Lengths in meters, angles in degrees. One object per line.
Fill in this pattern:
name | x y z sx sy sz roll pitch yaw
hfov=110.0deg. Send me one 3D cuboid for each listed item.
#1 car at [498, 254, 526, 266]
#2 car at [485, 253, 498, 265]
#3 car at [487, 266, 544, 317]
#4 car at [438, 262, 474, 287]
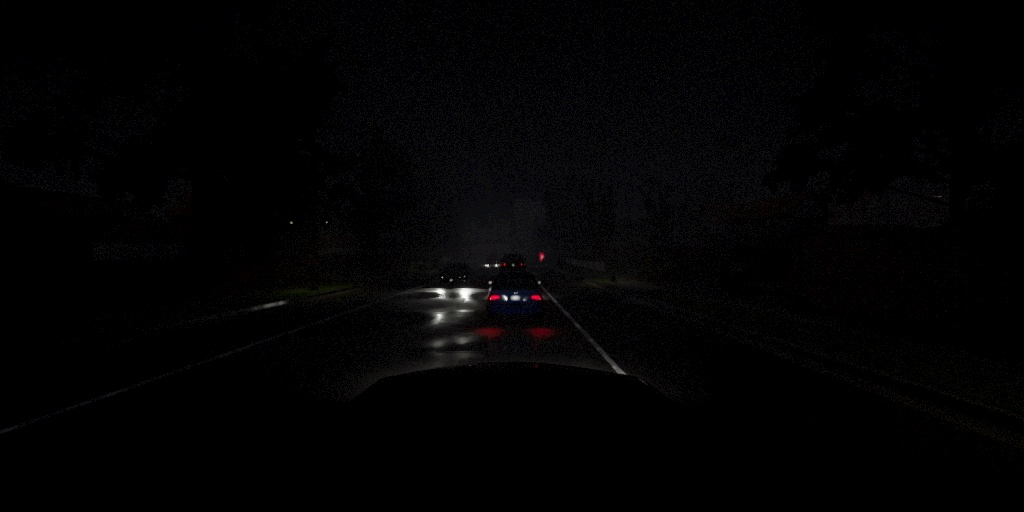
car | 0.100 0.826 31.990 2.150 2.045 5.566 0 0 0
car | -3.518 0.507 64.665 2.150 2.045 5.566 0 1 1
car | 0.099 1.255 12.902 2.033 1.411 5.357 0 0 0
car | -3.599 1.163 23.574 1.837 1.490 4.892 0 0 0
